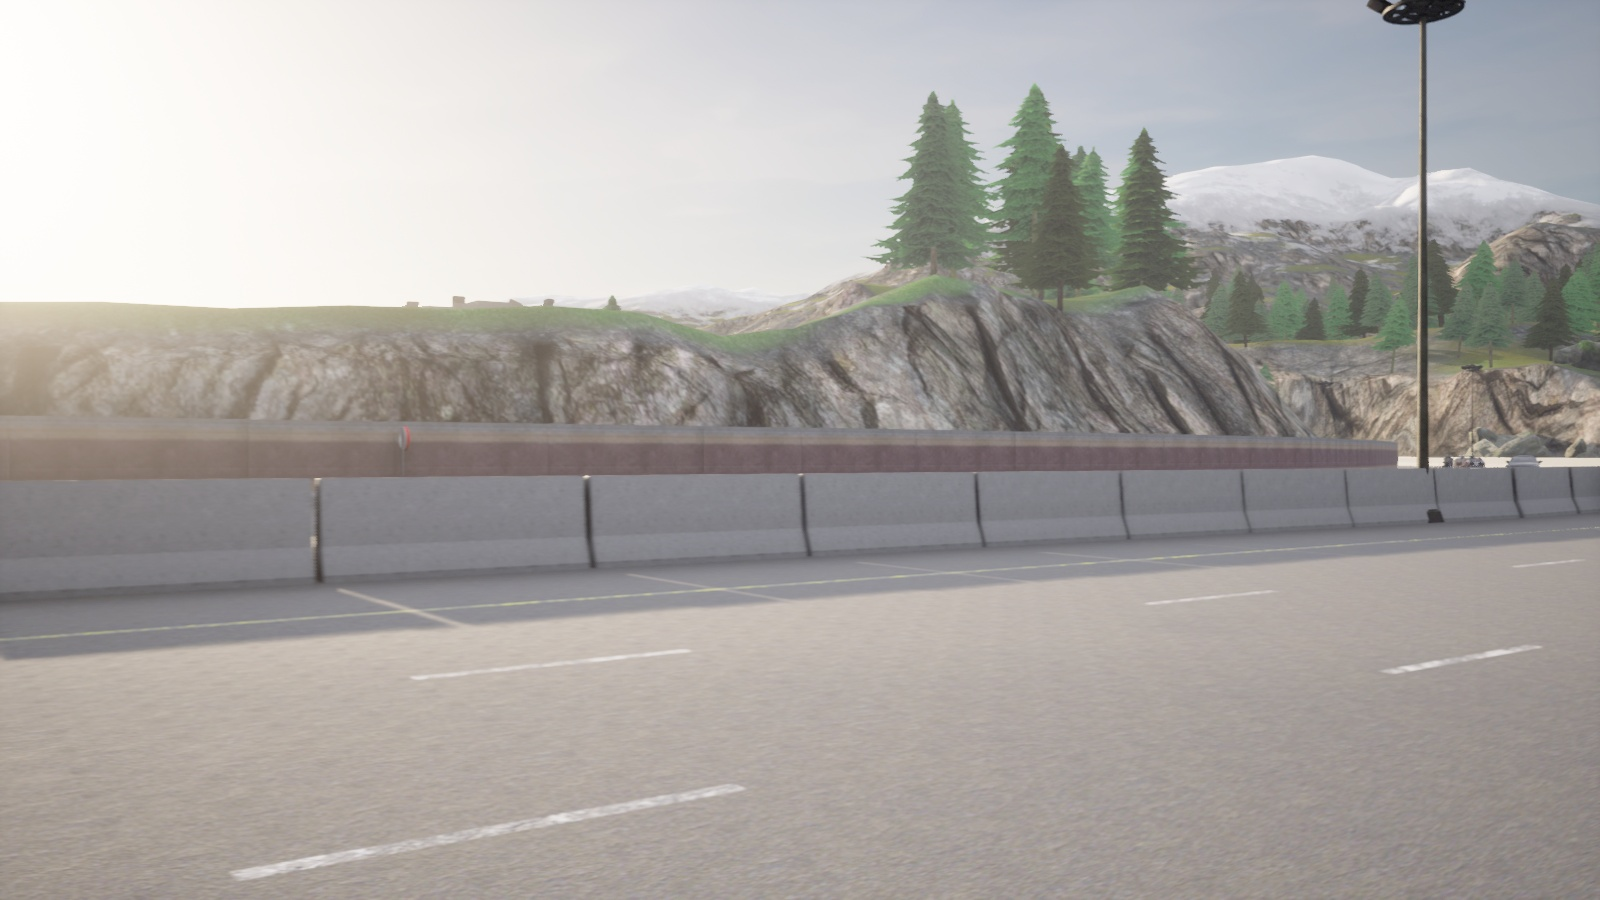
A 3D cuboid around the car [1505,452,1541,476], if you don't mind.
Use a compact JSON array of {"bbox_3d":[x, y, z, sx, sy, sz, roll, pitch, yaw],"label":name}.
[{"bbox_3d":[45.408,0.868,78.861,1.812,1.442,4.674,0,0,32],"label":"car"}]
